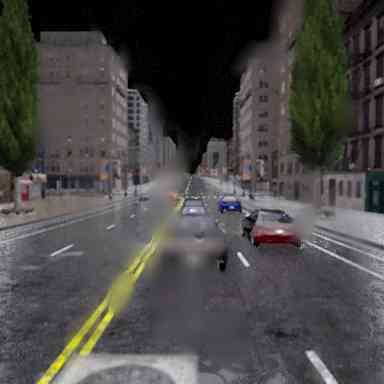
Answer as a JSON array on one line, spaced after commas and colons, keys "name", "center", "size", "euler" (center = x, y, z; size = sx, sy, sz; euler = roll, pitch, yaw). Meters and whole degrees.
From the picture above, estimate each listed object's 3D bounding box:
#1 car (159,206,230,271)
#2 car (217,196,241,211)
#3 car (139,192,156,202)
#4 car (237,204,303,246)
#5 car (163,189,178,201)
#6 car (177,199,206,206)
[{"name": "car", "center": [0.077, 1.429, 10.670], "size": [2.128, 1.511, 4.902], "euler": [0, 1, 1]}, {"name": "car", "center": [3.429, 1.090, 30.796], "size": [1.882, 1.535, 5.008], "euler": [0, 1, 0]}, {"name": "car", "center": [-6.417, 0.676, 48.446], "size": [1.994, 1.385, 4.181], "euler": [0, 2, 0]}, {"name": "car", "center": [3.371, 1.457, 14.708], "size": [1.994, 1.385, 4.181], "euler": [0, 1, 0]}, {"name": "car", "center": [-3.154, 0.421, 49.681], "size": [2.097, 1.767, 4.553], "euler": [0, 2, 1]}, {"name": "car", "center": [0.130, 1.269, 25.616], "size": [2.033, 1.411, 5.357], "euler": [0, 1, 1]}]
